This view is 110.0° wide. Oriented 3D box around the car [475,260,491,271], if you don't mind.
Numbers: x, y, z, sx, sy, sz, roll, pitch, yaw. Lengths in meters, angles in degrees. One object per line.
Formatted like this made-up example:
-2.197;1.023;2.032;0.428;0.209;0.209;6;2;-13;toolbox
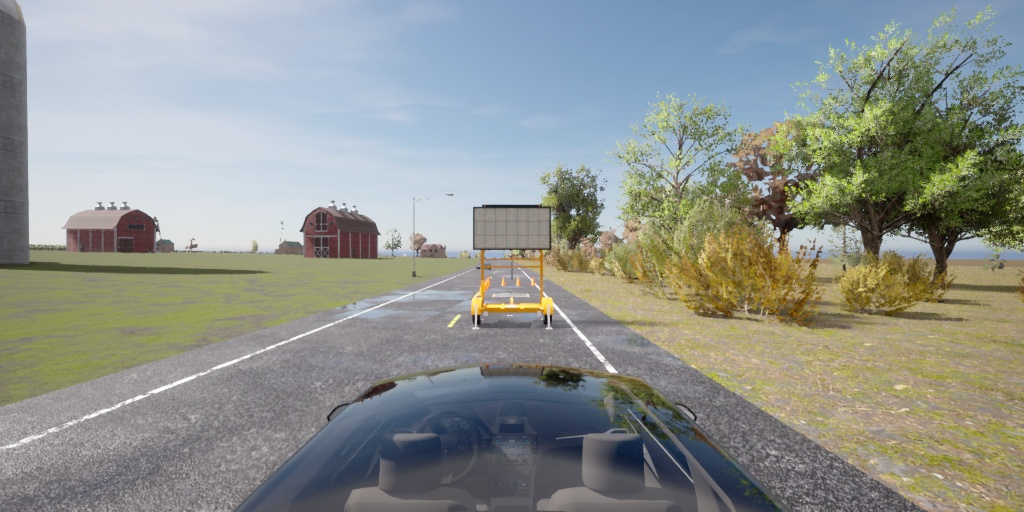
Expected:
-3.924;1.270;49.169;1.812;1.442;4.674;0;0;-1;car

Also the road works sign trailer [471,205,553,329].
-0.001;0.212;11.169;2.380;3.560;2.880;0;0;-1;road works sign trailer
